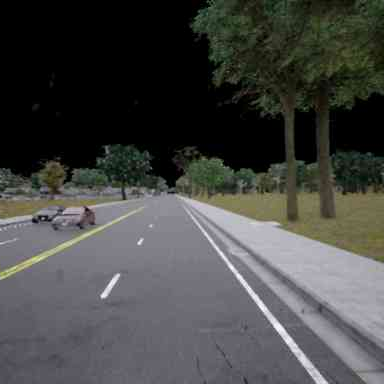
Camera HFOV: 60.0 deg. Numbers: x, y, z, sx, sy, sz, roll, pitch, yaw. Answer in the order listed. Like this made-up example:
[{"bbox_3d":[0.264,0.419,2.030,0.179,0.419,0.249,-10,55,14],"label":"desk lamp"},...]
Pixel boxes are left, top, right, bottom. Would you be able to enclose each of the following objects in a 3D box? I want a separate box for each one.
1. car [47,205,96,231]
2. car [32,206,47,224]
[{"bbox_3d":[-7.718,1.683,22.241,1.812,1.442,4.674,-1,0,-3],"label":"car"},{"bbox_3d":[-11.187,1.791,26.799,1.994,1.385,4.181,-1,0,-3],"label":"car"}]
